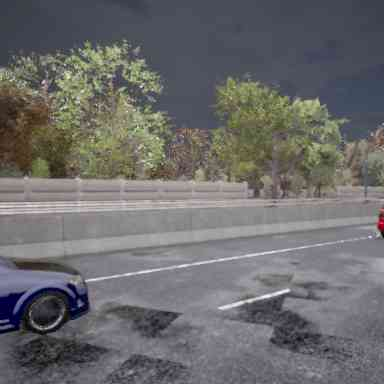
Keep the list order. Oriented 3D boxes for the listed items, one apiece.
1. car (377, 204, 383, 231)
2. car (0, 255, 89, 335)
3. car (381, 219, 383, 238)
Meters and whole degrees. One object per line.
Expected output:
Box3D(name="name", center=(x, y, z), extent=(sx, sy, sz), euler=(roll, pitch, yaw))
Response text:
Box3D(name="car", center=(11.120, 1.237, 15.982), extent=(5.566, 2.045, 2.150), euler=(0, 0, -35))
Box3D(name="car", center=(-3.855, 1.564, 5.295), extent=(4.181, 1.385, 1.994), euler=(0, 0, -36))
Box3D(name="car", center=(7.379, 1.486, 9.007), extent=(5.008, 1.535, 1.882), euler=(0, 0, -36))
